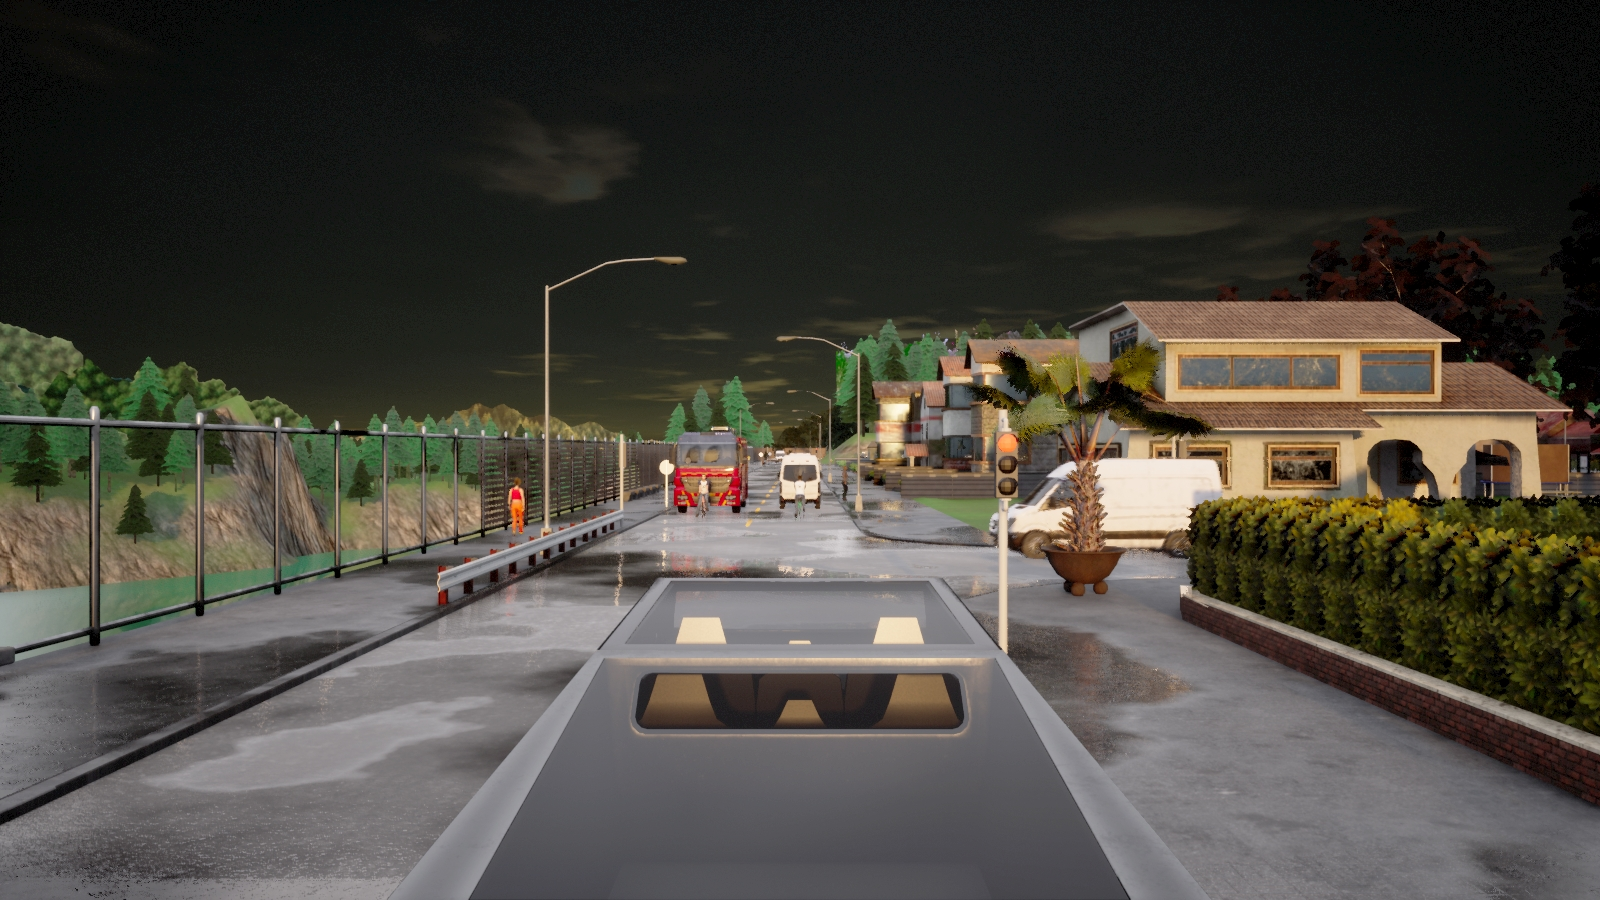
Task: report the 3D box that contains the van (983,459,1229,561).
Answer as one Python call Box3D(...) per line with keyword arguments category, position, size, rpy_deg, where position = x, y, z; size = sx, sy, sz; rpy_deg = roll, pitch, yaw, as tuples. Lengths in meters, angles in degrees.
Box3D(category="van", position=(7.926, 1.523, 29.968), size=(5.915, 2.561, 1.988), rpy_deg=(0, 0, -1))

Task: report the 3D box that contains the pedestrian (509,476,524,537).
Box3D(category="pedestrian", position=(-8.724, 1.731, 35.178), size=(0.375, 1.860, 0.375), rpy_deg=(0, 0, 1))

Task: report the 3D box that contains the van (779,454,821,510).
Box3D(category="van", position=(0.002, 1.514, 56.695), size=(1.988, 2.561, 5.915), rpy_deg=(0, 0, 0))

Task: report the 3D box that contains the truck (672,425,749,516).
Box3D(category="truck", position=(-3.997, 0.871, 52.639), size=(2.891, 3.827, 8.468), rpy_deg=(0, 0, 0))

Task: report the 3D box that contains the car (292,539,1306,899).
Box3D(category="car", position=(-0.001, 1.751, 5.830), size=(2.390, 2.098, 6.274), rpy_deg=(0, 0, 0))

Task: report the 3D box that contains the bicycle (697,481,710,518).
Box3D(category="bicycle", position=(-3.996, 2.038, 47.352), size=(0.373, 1.496, 1.643), rpy_deg=(0, 0, 0))

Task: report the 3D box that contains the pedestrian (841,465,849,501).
Box3D(category="pedestrian", position=(2.303, 1.699, 58.919), size=(0.375, 1.860, 0.375), rpy_deg=(0, 0, 8))
